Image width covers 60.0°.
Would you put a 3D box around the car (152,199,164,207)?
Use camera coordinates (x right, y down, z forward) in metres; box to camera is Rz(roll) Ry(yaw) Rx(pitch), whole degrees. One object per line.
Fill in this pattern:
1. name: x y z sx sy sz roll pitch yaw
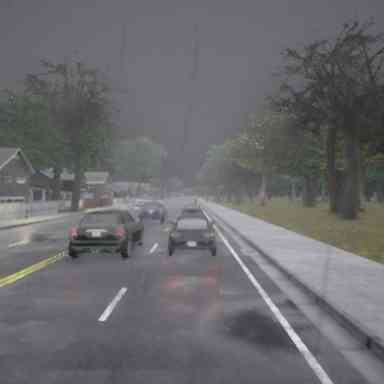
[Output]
1. car: -6.518 2.159 64.587 1.812 1.442 4.674 0 -1 1

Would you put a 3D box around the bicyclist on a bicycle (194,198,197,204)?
1. bicyclist on a bicycle: 0.899 2.280 85.842 0.866 1.612 1.509 0 -1 0

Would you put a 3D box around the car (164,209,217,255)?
1. car: 0.024 1.664 13.910 1.812 1.442 4.674 0 0 1

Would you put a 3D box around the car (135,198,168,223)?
1. car: -3.228 1.632 28.429 2.097 1.767 4.553 0 -1 0

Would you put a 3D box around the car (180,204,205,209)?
1. car: 0.021 1.789 28.517 1.837 1.490 4.892 0 0 0

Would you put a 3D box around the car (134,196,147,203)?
1. car: -9.760 1.855 64.533 2.150 2.045 5.566 0 -1 1

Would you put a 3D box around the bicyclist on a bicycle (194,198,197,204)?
1. bicyclist on a bicycle: 0.903 2.206 76.844 0.582 1.620 1.656 0 -1 0

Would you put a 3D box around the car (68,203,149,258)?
1. car: -3.231 1.485 13.431 2.097 1.767 4.553 0 -1 0
